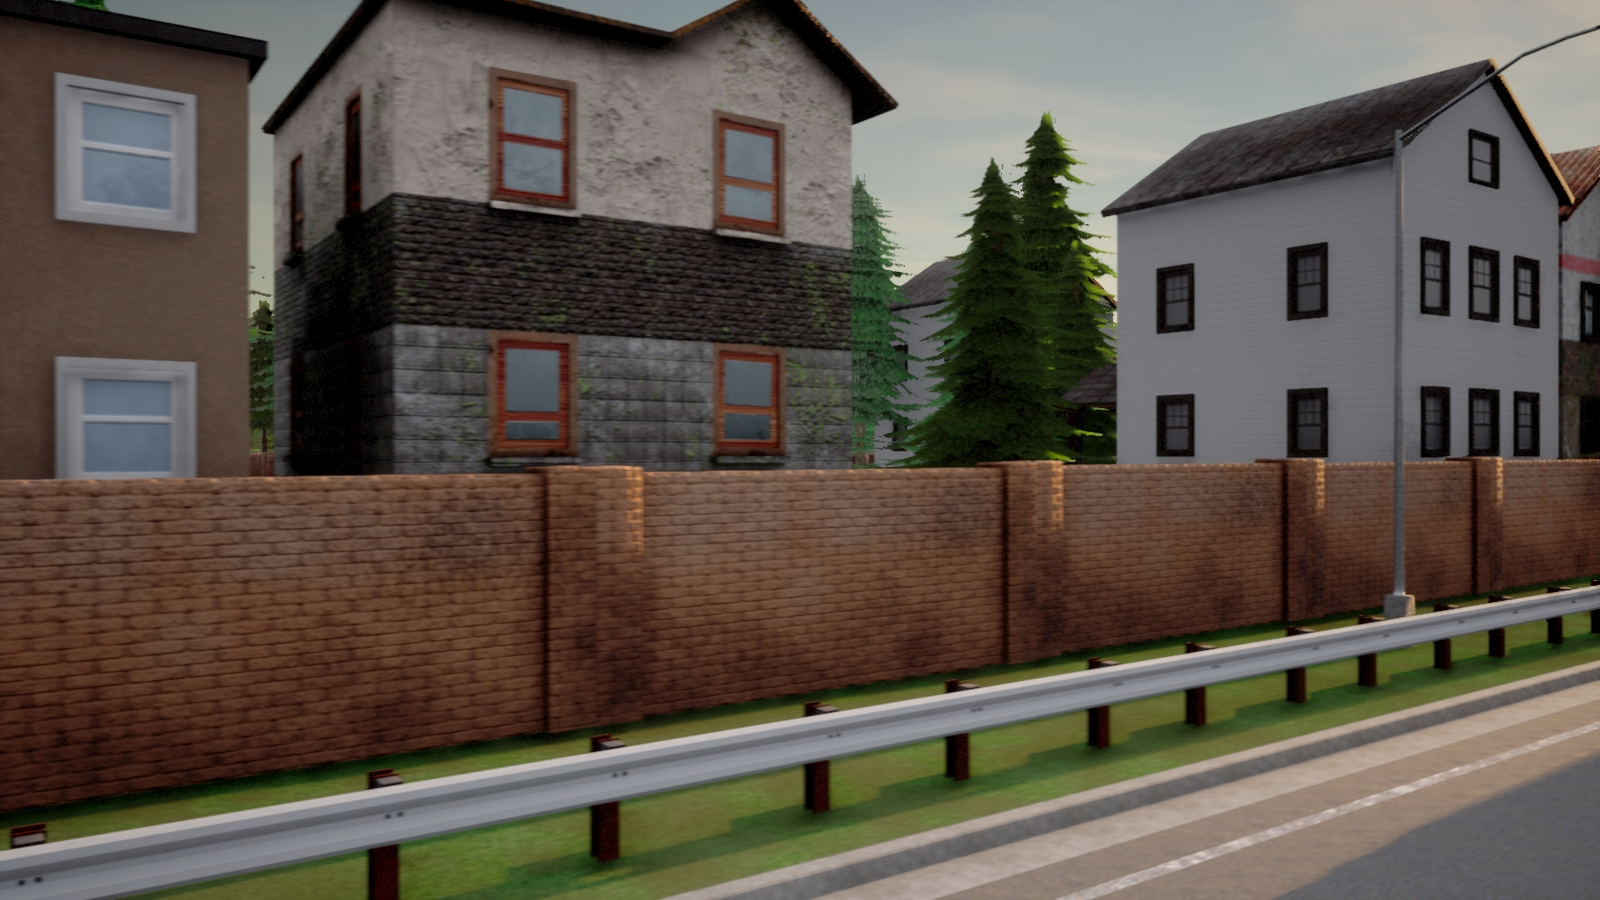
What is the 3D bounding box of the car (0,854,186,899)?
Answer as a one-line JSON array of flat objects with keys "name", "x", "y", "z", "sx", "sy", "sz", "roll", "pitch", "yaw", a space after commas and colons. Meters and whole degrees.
[{"name": "car", "x": -3.274, "y": 2.040, "z": 1.494, "sx": 4.514, "sy": 1.525, "sz": 2.007, "roll": 0, "pitch": 0, "yaw": -35}]
